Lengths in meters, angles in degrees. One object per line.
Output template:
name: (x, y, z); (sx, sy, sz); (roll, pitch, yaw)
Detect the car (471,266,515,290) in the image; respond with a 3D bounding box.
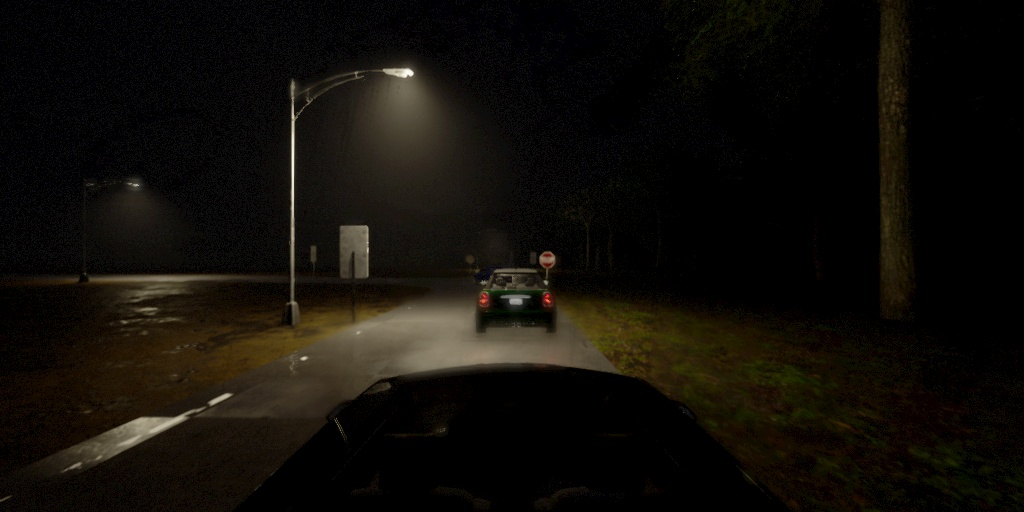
car: (-1.470, 1.453, 25.582); (1.812, 1.442, 4.674); (1, 0, -21)

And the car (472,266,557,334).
car: (0.106, 1.165, 10.955); (2.097, 1.767, 4.553); (0, -1, 0)
